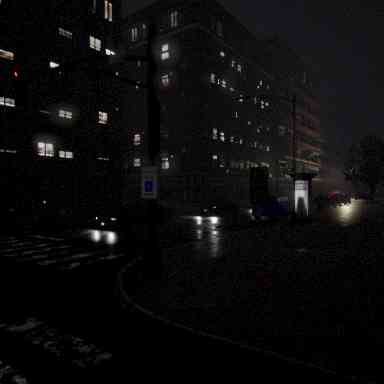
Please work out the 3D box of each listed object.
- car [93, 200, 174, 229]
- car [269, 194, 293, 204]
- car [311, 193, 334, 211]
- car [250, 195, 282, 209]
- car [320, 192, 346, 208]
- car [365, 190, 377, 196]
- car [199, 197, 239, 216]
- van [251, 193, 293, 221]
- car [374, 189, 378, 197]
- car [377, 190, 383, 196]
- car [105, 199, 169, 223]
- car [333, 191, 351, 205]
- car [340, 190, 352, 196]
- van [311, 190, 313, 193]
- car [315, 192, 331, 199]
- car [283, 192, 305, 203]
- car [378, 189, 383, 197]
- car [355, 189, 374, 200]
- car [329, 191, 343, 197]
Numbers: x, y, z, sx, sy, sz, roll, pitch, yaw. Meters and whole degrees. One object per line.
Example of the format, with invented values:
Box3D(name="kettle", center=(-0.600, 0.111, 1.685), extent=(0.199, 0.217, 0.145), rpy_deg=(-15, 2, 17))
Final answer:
Box3D(name="car", center=(-3.343, 1.323, 20.351), extent=(2.033, 1.411, 5.357), rpy_deg=(0, 1, 36))
Box3D(name="car", center=(12.595, 0.933, 46.891), extent=(1.802, 1.307, 4.206), rpy_deg=(1, 1, 36))
Box3D(name="car", center=(12.285, 1.078, 32.897), extent=(1.947, 1.339, 4.313), rpy_deg=(1, 1, 36))
Box3D(name="car", center=(8.210, 1.066, 36.525), extent=(1.994, 1.385, 4.181), rpy_deg=(0, 1, 35))
Box3D(name="car", center=(15.569, 0.979, 37.496), extent=(1.887, 1.381, 4.507), rpy_deg=(1, 1, 36))
Box3D(name="car", center=(44.237, 0.216, 82.070), extent=(1.994, 1.385, 4.181), rpy_deg=(0, 1, 36))
Box3D(name="car", center=(2.410, 1.165, 28.405), extent=(1.812, 1.442, 4.674), rpy_deg=(0, 1, 35))
Box3D(name="van", center=(5.716, 1.009, 23.693), extent=(1.690, 1.788, 3.998), rpy_deg=(1, 1, 36))
Box3D(name="car", center=(31.993, 0.590, 60.494), extent=(1.887, 1.381, 4.507), rpy_deg=(1, 1, 36))
Box3D(name="car", center=(45.132, 0.315, 78.893), extent=(1.802, 1.307, 4.206), rpy_deg=(1, 1, 36))
Box3D(name="car", center=(-3.812, 1.283, 23.916), extent=(1.887, 1.381, 4.507), rpy_deg=(1, 1, 36))
Box3D(name="car", center=(18.854, 0.923, 42.096), extent=(1.947, 1.339, 4.313), rpy_deg=(1, 1, 36))
Box3D(name="car", center=(38.845, 0.278, 83.648), extent=(2.008, 1.369, 4.403), rpy_deg=(1, 1, 36))
Box3D(name="van", center=(19.158, 0.536, 56.076), extent=(1.690, 1.788, 3.998), rpy_deg=(1, 1, 36))
Box3D(name="car", center=(25.720, 0.621, 65.270), extent=(1.802, 1.307, 4.206), rpy_deg=(1, 1, 36))
Box3D(name="car", center=(15.777, 0.801, 51.346), extent=(1.752, 1.417, 4.829), rpy_deg=(1, 1, 36))
Box3D(name="car", center=(41.847, 0.356, 74.293), extent=(1.887, 1.381, 4.507), rpy_deg=(1, 1, 36))
Box3D(name="car", center=(28.709, 0.564, 55.892), extent=(1.967, 1.590, 4.097), rpy_deg=(1, 1, 36))
Box3D(name="car", center=(32.282, 0.428, 74.458), extent=(1.887, 1.381, 4.507), rpy_deg=(1, 1, 36))
